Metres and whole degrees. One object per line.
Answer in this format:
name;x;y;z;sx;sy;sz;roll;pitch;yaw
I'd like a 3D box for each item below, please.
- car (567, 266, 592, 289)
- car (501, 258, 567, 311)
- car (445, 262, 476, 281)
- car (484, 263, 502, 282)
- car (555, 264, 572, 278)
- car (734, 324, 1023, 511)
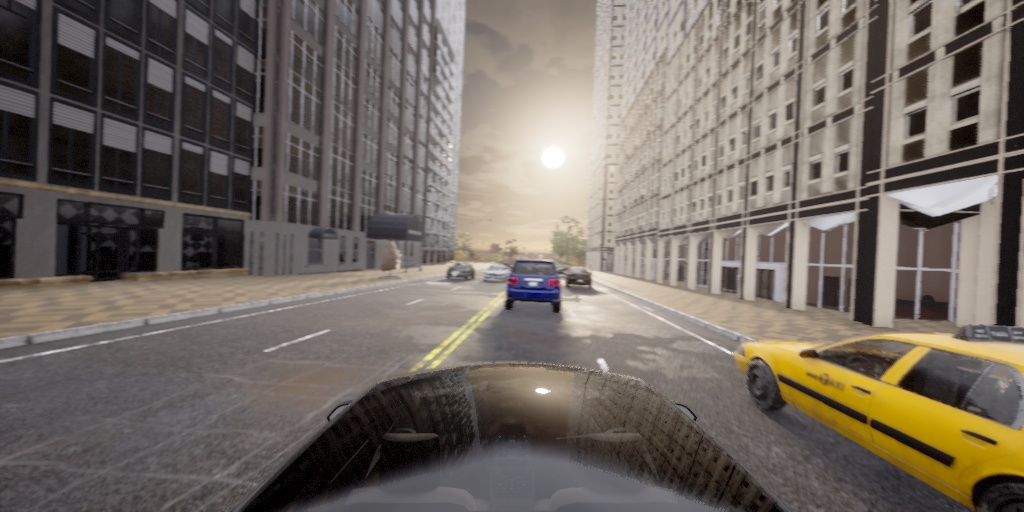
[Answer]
car;5.265;1.694;28.878;1.882;1.535;5.008;2;0;5
car;0.988;1.139;15.737;2.150;2.045;5.566;2;0;5
car;-4.442;1.305;31.637;2.128;1.511;4.902;2;-1;5
car;-1.241;1.474;30.975;1.812;1.442;4.674;2;-1;5
car;6.779;1.943;47.368;1.837;1.490;4.892;2;0;5
car;4.281;1.409;3.479;1.801;1.575;5.366;2;-1;5
